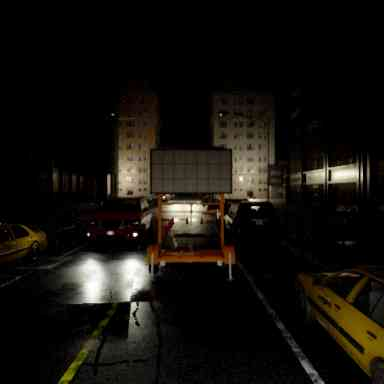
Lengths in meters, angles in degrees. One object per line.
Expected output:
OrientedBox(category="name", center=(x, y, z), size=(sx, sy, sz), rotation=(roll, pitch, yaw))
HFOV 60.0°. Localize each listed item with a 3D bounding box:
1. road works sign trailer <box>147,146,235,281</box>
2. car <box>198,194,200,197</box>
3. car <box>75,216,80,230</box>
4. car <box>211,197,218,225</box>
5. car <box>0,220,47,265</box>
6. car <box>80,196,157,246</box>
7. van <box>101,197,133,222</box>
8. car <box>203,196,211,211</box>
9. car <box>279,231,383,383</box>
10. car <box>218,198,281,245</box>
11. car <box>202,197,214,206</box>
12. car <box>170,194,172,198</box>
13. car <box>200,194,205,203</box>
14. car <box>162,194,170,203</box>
OrientedBox(category="road works sign trailer", center=(-0.022, 0.460, 9.856), size=(2.380, 3.560, 2.880), rotation=(0, 0, 0))
OrientedBox(category="car", center=(2.532, 1.454, 60.514), size=(1.887, 1.381, 4.507), rotation=(0, 0, 0))
OrientedBox(category="car", center=(-5.907, 1.515, 20.869), size=(1.752, 1.417, 4.829), rotation=(0, 0, 0))
OrientedBox(category="car", center=(2.619, 1.304, 21.037), size=(2.192, 1.841, 5.009), rotation=(0, 0, 0))
OrientedBox(category="car", center=(-5.888, 1.521, 9.556), size=(1.752, 1.417, 4.829), rotation=(0, 0, 1))
OrientedBox(category="car", center=(-3.136, 1.215, 15.517), size=(2.150, 2.045, 5.566), rotation=(0, 0, 0))
OrientedBox(category="van", center=(-5.919, 1.325, 26.680), size=(1.690, 1.788, 3.998), rotation=(0, 0, 0))
OrientedBox(category="car", center=(2.582, 1.515, 37.957), size=(2.008, 1.369, 4.403), rotation=(0, 0, 0))
OrientedBox(category="car", center=(2.657, 1.524, 4.329), size=(1.752, 1.417, 4.829), rotation=(0, 0, 1))
OrientedBox(category="car", center=(2.631, 1.309, 15.397), size=(2.192, 1.841, 5.009), rotation=(0, 0, 0))
OrientedBox(category="car", center=(2.545, 1.506, 54.875), size=(1.802, 1.307, 4.206), rotation=(0, 0, 0))
OrientedBox(category="car", center=(-6.018, 1.195, 71.800), size=(2.192, 1.841, 5.009), rotation=(0, 0, 0))
OrientedBox(category="car", center=(2.557, 1.378, 49.235), size=(1.967, 1.590, 4.097), rotation=(0, 0, 0))
OrientedBox(category="car", center=(-6.006, 1.461, 66.160), size=(1.947, 1.339, 4.313), rotation=(0, 0, 0))
